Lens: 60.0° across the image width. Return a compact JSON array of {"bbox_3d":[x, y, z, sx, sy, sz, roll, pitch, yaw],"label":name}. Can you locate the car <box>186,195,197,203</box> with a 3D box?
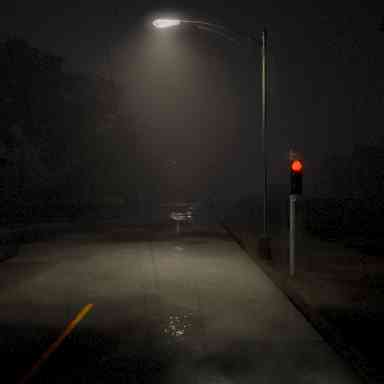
[{"bbox_3d":[-0.073,1.525,67.501,1.812,1.442,4.674,0,0,0],"label":"car"}]

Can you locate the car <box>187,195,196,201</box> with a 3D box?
[{"bbox_3d":[-0.084,1.427,77.535,1.895,1.301,4.718,0,0,0],"label":"car"}]
